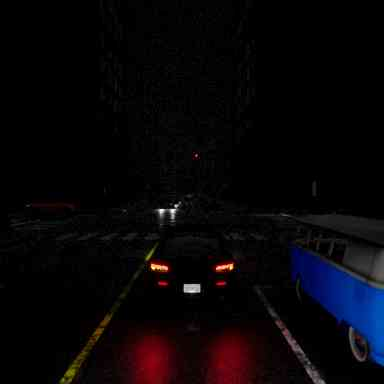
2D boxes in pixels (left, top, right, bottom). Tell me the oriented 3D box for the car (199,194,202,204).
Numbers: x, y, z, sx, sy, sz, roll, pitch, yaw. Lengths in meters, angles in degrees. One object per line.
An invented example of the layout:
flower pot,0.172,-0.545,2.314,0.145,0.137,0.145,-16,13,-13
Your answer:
car,2.582,1.428,50.177,1.967,1.590,4.097,0,0,-1

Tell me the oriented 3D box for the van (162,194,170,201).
van,-6.388,1.299,83.214,1.690,1.788,3.998,0,0,-1

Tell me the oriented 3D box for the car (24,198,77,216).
car,-13.501,1.321,31.799,4.553,1.767,2.097,0,0,-4

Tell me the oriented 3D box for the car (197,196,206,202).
car,2.209,1.546,77.805,1.802,1.307,4.206,0,0,-1

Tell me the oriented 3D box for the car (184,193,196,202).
car,-0.600,1.561,74.209,1.895,1.301,4.718,0,0,-1

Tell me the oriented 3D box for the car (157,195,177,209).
car,-3.307,1.493,45.181,1.837,1.490,4.892,0,1,-1

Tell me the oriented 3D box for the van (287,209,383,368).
van,2.855,1.341,5.463,1.690,1.788,3.998,0,0,0

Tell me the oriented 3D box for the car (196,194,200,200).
car,2.358,1.520,66.755,1.887,1.381,4.507,0,0,-1

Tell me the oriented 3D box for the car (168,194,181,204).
car,-3.499,1.544,61.950,1.994,1.385,4.181,0,0,-1

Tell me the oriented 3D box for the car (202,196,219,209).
car,2.655,1.516,44.822,1.752,1.417,4.829,0,0,-1

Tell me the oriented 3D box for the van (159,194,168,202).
van,-6.241,1.312,72.164,1.690,1.788,3.998,0,0,-1

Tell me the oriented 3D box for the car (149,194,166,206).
car,-6.017,1.299,55.588,2.192,1.841,5.009,0,0,-1

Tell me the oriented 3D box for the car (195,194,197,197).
car,2.284,1.521,72.279,2.008,1.369,4.403,0,0,-1

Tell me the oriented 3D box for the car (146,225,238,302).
car,0.001,1.525,8.141,1.812,1.442,4.674,0,0,0

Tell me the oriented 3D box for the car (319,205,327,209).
car,14.424,1.583,32.096,4.718,1.301,1.895,0,0,2

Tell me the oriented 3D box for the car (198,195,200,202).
car,2.508,1.535,55.703,2.008,1.369,4.403,0,0,-1

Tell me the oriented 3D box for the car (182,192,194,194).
car,-0.734,1.076,84.209,2.150,2.045,5.566,0,0,-1

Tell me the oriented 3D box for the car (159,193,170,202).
car,-6.316,1.279,77.690,2.192,1.841,5.009,0,0,-1

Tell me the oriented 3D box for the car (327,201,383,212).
car,14.609,1.517,28.845,4.674,1.442,1.812,0,0,-3
